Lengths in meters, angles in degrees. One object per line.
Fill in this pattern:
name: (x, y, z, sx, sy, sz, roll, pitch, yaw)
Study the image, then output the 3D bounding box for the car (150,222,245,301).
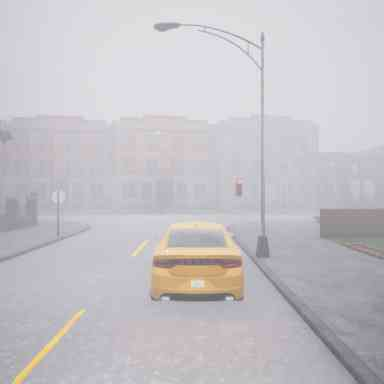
car: (0.107, 1.478, 8.375, 1.882, 1.535, 5.008, 0, 0, 0)
